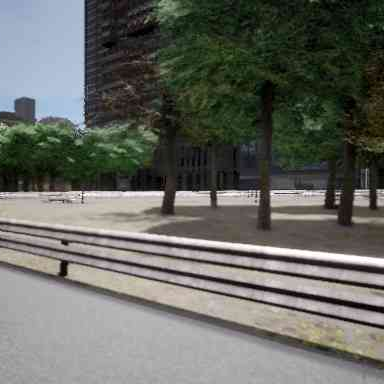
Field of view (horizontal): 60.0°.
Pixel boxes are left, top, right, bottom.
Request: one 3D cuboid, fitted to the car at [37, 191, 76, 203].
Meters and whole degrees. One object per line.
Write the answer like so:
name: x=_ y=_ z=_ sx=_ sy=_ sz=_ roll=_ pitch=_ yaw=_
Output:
car: x=-17.202 y=0.612 z=42.205 sx=4.674 sy=1.442 sz=1.812 roll=0 pitch=0 yaw=-2
